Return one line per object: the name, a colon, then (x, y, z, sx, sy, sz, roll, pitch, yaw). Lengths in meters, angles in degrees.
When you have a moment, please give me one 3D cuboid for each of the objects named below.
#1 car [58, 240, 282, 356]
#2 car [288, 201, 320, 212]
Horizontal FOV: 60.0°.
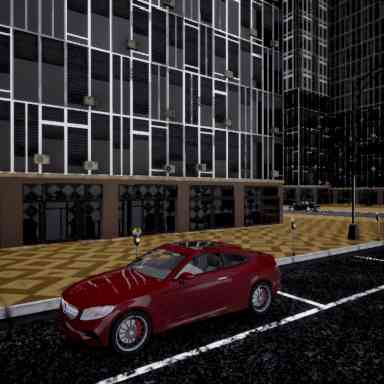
car: (-0.150, 1.582, 5.993, 4.206, 1.307, 1.802, 0, 0, -36)
car: (15.229, 1.899, 45.337, 2.008, 1.369, 4.403, -1, 0, -36)
